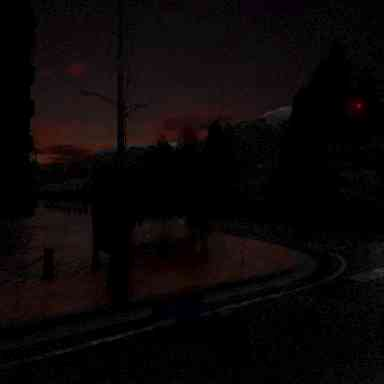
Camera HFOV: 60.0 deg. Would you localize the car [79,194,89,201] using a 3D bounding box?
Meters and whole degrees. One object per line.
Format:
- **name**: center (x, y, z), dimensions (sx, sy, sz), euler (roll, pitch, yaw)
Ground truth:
- **car**: center (-23.640, 1.320, 78.993), dimensions (4.605, 1.855, 1.932), euler (0, 0, -36)
